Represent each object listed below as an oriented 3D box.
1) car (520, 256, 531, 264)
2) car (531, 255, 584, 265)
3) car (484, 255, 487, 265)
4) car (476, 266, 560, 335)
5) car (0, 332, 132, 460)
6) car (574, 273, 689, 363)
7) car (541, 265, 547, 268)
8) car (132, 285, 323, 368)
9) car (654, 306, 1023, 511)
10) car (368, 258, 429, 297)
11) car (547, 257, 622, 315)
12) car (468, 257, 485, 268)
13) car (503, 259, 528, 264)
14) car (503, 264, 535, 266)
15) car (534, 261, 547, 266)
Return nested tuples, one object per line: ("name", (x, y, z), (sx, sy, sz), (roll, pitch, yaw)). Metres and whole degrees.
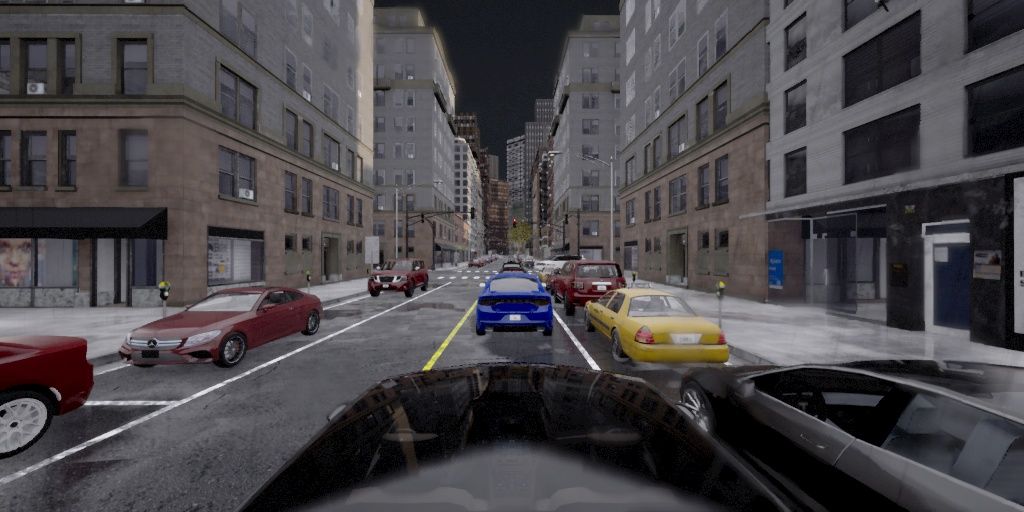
("car", (2.682, 1.133, 56.588), (2.007, 1.370, 4.403), (0, 0, 0))
("car", (5.326, 0.879, 38.983), (5.566, 2.045, 2.150), (0, 0, -10))
("car", (-5.852, 0.991, 62.007), (1.967, 1.591, 4.097), (0, 0, 0))
("car", (0.036, 1.222, 10.482), (1.882, 1.535, 5.008), (0, 0, -1))
("car", (-5.764, 1.296, 2.264), (1.888, 1.381, 4.507), (0, 0, 0))
("car", (2.753, 1.272, 7.992), (1.751, 1.417, 4.829), (0, 0, 0))
("car", (2.737, 1.313, 18.928), (1.802, 1.307, 4.207), (0, 0, 0))
("car", (-5.772, 1.329, 7.816), (1.802, 1.307, 4.207), (0, 0, 0))
("car", (2.762, 1.316, 2.270), (1.948, 1.339, 4.313), (0, 0, 0))
("car", (-5.788, 1.046, 18.922), (2.192, 1.841, 5.009), (0, 0, 0))
("car", (2.745, 1.056, 13.376), (2.192, 1.841, 5.009), (0, 0, 0))
("car", (-5.844, 1.128, 56.582), (1.888, 1.381, 4.507), (0, 0, 0))
("car", (0.010, 1.216, 26.898), (1.837, 1.490, 4.892), (0, 0, 0))
("car", (0.070, 1.297, 17.985), (1.994, 1.385, 4.181), (0, 0, 0))
("car", (2.729, 1.243, 24.652), (1.751, 1.417, 4.829), (0, 0, 0))
